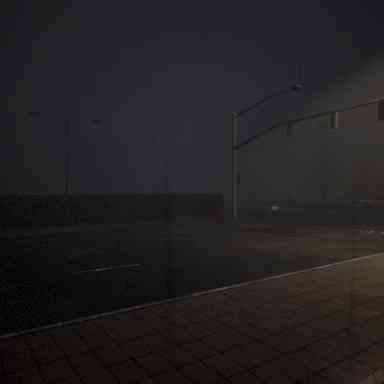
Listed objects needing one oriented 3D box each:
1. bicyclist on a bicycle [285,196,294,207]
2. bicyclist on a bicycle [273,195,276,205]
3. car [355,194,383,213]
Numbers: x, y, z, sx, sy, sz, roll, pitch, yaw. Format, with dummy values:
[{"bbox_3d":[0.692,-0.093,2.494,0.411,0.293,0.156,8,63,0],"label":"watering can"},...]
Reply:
[{"bbox_3d":[14.414,1.453,49.136,1.656,1.620,0.582,0,0,-22],"label":"bicyclist on a bicycle"},{"bbox_3d":[13.450,1.300,54.051,0.582,1.620,1.656,0,0,22],"label":"bicyclist on a bicycle"},{"bbox_3d":[21.234,1.221,36.857,5.566,2.045,2.150,0,2,13],"label":"car"}]
